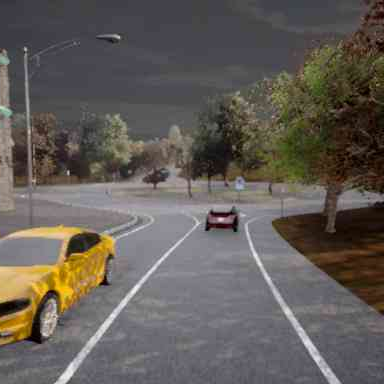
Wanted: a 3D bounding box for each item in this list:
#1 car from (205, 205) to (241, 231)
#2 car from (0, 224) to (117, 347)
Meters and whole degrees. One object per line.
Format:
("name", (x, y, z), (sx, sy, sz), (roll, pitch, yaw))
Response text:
("car", (2.013, 1.530, 21.248), (2.163, 1.488, 4.792), (1, 2, 10))
("car", (-2.993, 1.488, 6.718), (1.882, 1.535, 5.008), (0, 0, 3))
